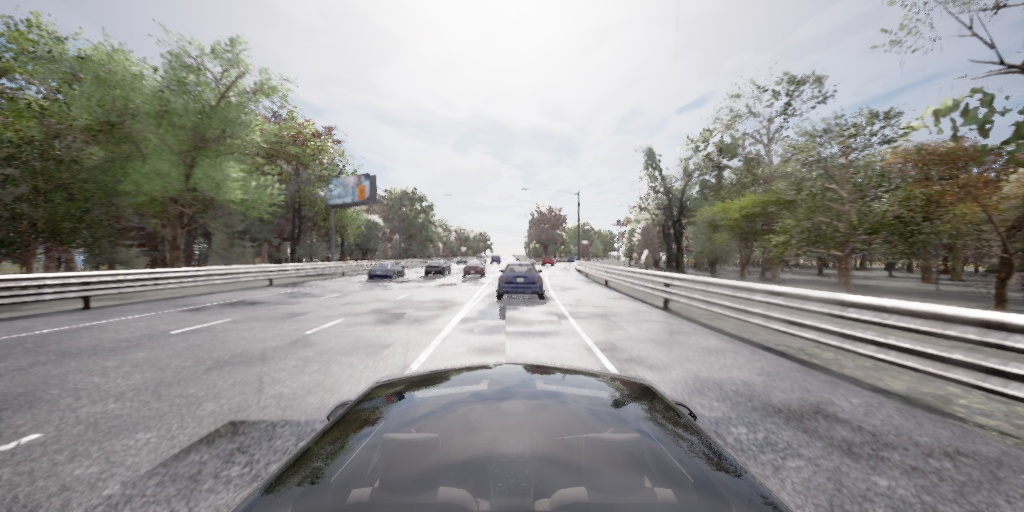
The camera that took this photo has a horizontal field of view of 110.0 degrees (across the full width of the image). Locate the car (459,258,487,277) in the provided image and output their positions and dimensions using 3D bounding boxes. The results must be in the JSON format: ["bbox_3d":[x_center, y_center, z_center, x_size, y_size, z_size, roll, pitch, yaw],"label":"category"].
[{"bbox_3d":[-3.458,1.205,33.591,1.812,1.442,4.674,0,0,0],"label":"car"}]

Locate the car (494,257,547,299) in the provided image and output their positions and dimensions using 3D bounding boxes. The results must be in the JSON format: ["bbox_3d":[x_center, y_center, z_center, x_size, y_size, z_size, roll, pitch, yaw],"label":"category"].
[{"bbox_3d":[0.455,1.067,17.839,2.097,1.767,4.553,0,0,2],"label":"car"}]

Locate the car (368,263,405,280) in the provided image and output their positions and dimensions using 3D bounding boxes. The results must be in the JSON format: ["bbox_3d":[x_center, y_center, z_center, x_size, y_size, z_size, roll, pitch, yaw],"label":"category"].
[{"bbox_3d":[-10.454,1.248,30.112,1.994,1.385,4.181,0,0,0],"label":"car"}]

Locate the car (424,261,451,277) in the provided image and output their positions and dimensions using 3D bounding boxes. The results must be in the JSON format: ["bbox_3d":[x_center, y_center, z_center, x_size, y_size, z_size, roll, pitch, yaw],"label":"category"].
[{"bbox_3d":[-6.961,1.183,33.957,1.837,1.490,4.892,0,0,0],"label":"car"}]
